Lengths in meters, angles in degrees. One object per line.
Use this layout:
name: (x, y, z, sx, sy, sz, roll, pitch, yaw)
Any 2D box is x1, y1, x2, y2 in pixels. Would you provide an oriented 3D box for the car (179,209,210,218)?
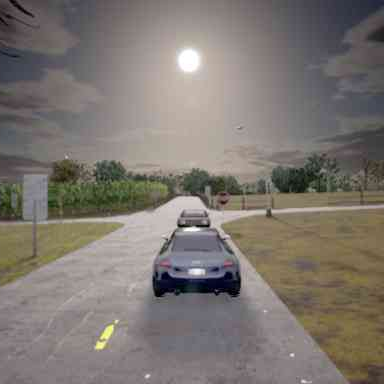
car: (0.187, 1.699, 20.578, 1.895, 1.301, 4.718, 0, 0, 2)

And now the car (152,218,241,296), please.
car: (0.106, 1.627, 8.872, 1.994, 1.385, 4.181, 0, 0, 0)
